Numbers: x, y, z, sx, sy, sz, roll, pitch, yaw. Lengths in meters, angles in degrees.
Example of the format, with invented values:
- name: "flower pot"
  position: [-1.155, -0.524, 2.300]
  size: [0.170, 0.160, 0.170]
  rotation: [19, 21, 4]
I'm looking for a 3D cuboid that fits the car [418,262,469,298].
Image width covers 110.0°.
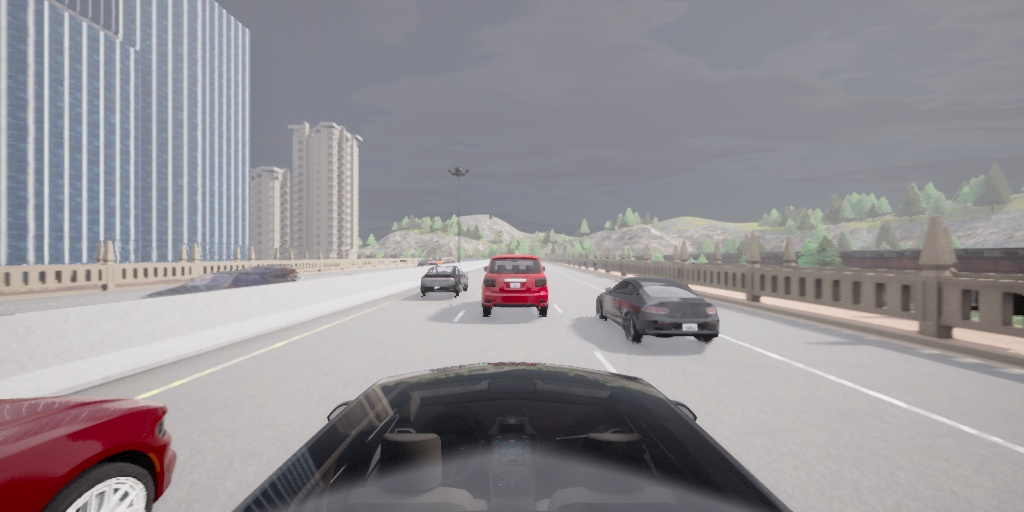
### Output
- name: "car"
  position: [-3.392, 1.242, 18.654]
  size: [2.128, 1.511, 4.902]
  rotation: [0, 0, 0]

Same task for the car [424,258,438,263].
- name: "car"
  position: [-13.029, 1.103, 61.464]
  size: [2.097, 1.767, 4.553]
  rotation: [0, 0, 2]

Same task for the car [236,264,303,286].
- name: "car"
  position: [-17.520, 1.315, 26.206]
  size: [1.994, 1.385, 4.181]
  rotation: [0, 0, 1]

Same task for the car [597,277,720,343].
- name: "car"
  position: [3.600, 1.276, 9.547]
  size: [1.812, 1.442, 4.674]
  rotation: [0, 0, 0]

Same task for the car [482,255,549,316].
- name: "car"
  position: [0.100, 0.972, 13.404]
  size: [2.150, 2.045, 5.566]
  rotation: [0, 0, 0]

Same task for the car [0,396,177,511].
- name: "car"
  position: [-3.400, 1.228, 0.541]
  size: [1.882, 1.535, 5.008]
  rotation: [0, 0, 0]

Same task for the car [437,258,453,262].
- name: "car"
  position: [-9.723, 1.315, 55.481]
  size: [1.994, 1.385, 4.181]
  rotation: [0, 0, 2]

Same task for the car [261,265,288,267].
- name: "car"
  position: [-14.072, 1.315, 19.770]
  size: [1.994, 1.385, 4.181]
  rotation: [0, 0, 0]

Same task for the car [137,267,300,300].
- name: "car"
  position: [-10.598, 1.298, 13.419]
  size: [2.033, 1.411, 5.357]
  rotation: [0, 0, 0]
